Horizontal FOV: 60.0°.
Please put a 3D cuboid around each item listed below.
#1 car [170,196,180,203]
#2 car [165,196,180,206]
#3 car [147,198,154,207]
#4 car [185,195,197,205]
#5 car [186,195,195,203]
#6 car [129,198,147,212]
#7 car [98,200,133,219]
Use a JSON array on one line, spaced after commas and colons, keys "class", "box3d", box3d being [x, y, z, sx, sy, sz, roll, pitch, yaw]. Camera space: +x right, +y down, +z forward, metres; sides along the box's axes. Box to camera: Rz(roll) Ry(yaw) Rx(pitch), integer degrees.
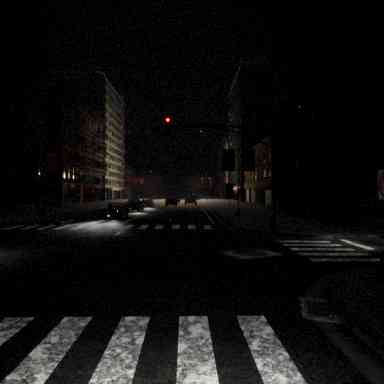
[{"class": "car", "box3d": [-3.445, 1.587, 69.884, 1.895, 1.301, 4.718, 0, 0, 0]}, {"class": "car", "box3d": [-3.372, 1.468, 55.702, 1.882, 1.535, 5.008, 0, 0, 0]}, {"class": "car", "box3d": [-6.788, 1.594, 49.198, 1.895, 1.301, 4.718, 0, 0, 0]}, {"class": "car", "box3d": [-0.233, 1.342, 58.300, 2.097, 1.767, 4.553, 0, 0, 0]}, {"class": "car", "box3d": [-0.273, 1.464, 68.332, 1.882, 1.535, 5.008, 0, 0, 0]}, {"class": "car", "box3d": [-6.751, 1.522, 38.740, 1.812, 1.442, 4.674, 0, 0, 0]}, {"class": "car", "box3d": [-6.715, 1.600, 28.951, 1.895, 1.301, 4.718, 0, 0, 0]}]
